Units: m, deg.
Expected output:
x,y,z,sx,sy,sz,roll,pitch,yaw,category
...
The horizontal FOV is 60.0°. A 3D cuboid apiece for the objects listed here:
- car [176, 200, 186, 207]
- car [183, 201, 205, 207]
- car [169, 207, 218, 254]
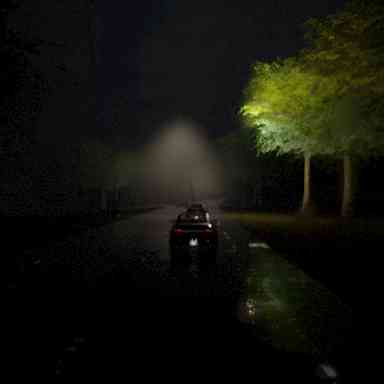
x,y,z,sx,sy,sz,roll,pitch,yaw,category
-1.714,2.104,58.967,2.033,1.411,5.357,0,-1,4,car
0.440,1.782,29.223,1.837,1.490,4.892,0,0,2,car
0.098,1.626,14.249,2.128,1.511,4.902,0,0,1,car
